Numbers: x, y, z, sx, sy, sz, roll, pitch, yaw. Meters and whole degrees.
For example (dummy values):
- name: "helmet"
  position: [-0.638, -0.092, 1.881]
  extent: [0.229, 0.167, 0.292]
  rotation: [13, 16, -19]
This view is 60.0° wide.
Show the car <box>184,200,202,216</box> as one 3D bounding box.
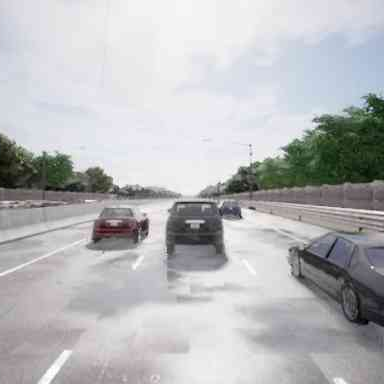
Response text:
- name: "car"
  position: [0.106, 1.723, 36.078]
  extent: [1.882, 1.535, 5.008]
  rotation: [0, -1, 0]

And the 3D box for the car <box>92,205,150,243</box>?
- name: "car"
  position: [-3.397, 1.437, 16.670]
  extent: [2.097, 1.767, 4.553]
  rotation: [0, 0, 0]

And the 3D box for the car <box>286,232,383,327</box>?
- name: "car"
  position: [3.602, 1.564, 7.057]
  extent: [2.033, 1.411, 5.357]
  rotation: [0, 0, 0]

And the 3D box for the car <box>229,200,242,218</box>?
- name: "car"
  position: [3.605, 1.568, 33.000]
  extent: [2.097, 1.767, 4.553]
  rotation: [0, -1, 0]

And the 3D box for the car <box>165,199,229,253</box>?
- name: "car"
  position: [0.103, 1.286, 14.117]
  extent: [2.150, 2.045, 5.566]
  rotation: [0, 0, 0]
